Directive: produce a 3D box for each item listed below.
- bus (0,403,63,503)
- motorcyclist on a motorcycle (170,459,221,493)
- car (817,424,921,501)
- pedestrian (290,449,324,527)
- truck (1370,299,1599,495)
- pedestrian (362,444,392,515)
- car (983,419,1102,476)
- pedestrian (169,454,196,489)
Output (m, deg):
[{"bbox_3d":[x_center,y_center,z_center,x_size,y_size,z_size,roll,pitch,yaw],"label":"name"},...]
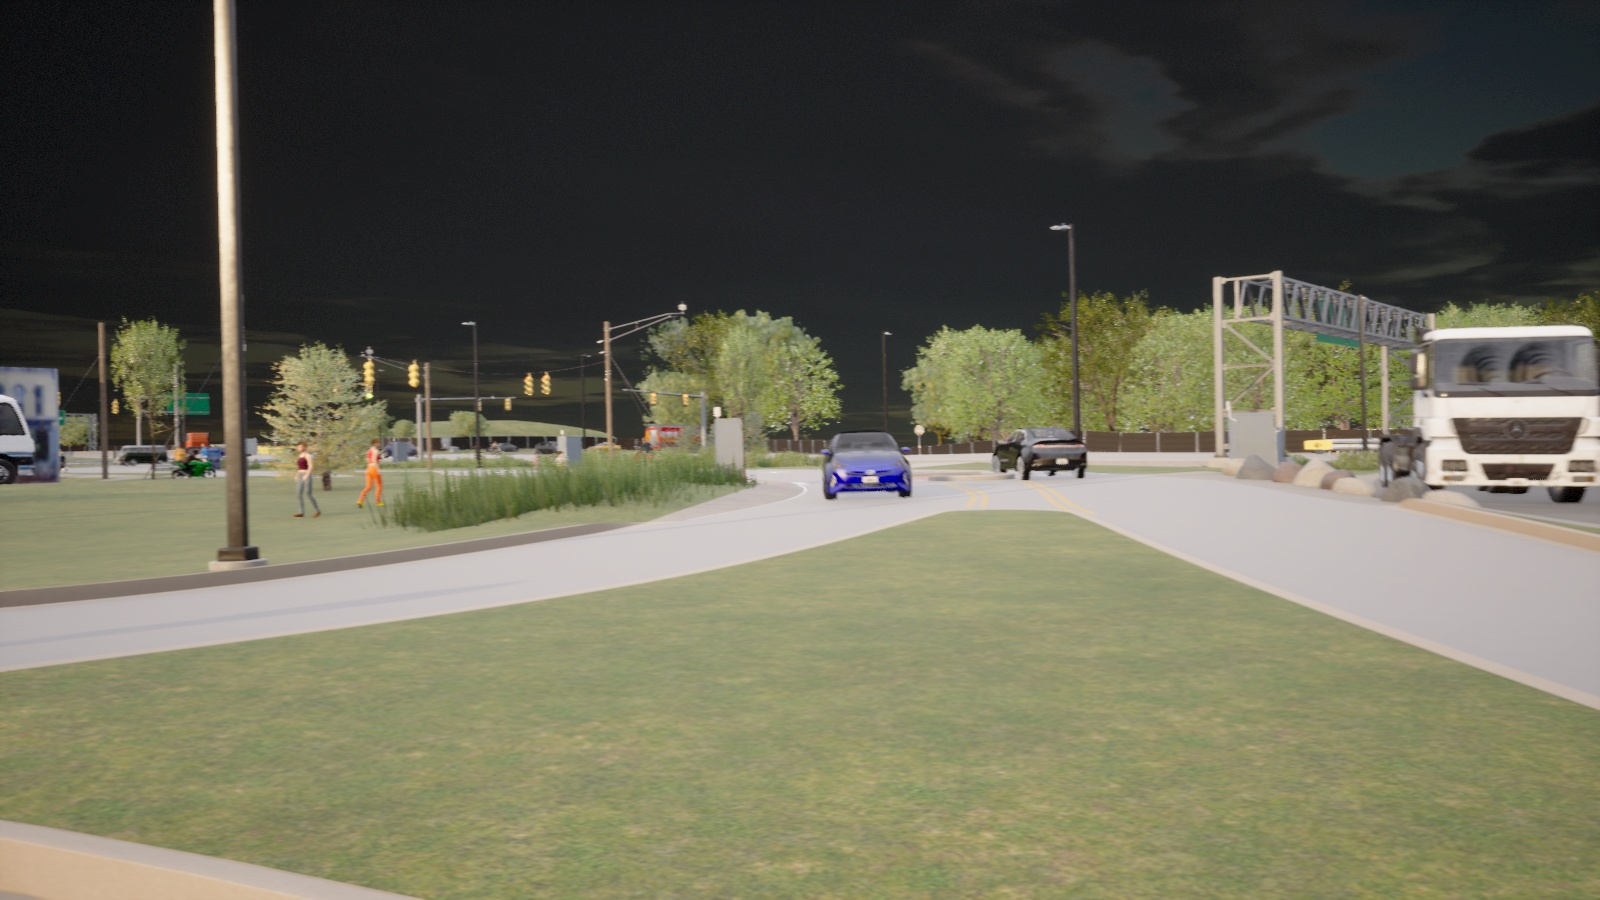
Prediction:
[{"bbox_3d":[-37.258,0.260,52.458,3.944,4.253,10.273,-3,-1,40],"label":"bus"},{"bbox_3d":[-29.301,1.271,60.917,2.044,1.523,0.797,-4,0,-37],"label":"motorcyclist on a motorcycle"},{"bbox_3d":[1.496,0.242,28.864,2.007,1.525,4.514,-3,1,-1],"label":"car"},{"bbox_3d":[-11.811,0.899,30.103,0.345,1.836,0.594,-3,-1,36],"label":"pedestrian"},{"bbox_3d":[14.150,-0.989,26.487,2.891,3.462,7.936,-1,1,17],"label":"truck"},{"bbox_3d":[-11.098,0.768,32.950,0.345,1.836,0.594,-3,-1,40],"label":"pedestrian"},{"bbox_3d":[7.065,-0.086,37.175,2.128,1.511,4.902,-2,1,-5],"label":"car"},{"bbox_3d":[-33.566,1.166,68.261,0.900,1.855,0.874,-3,-1,35],"label":"pedestrian"}]
